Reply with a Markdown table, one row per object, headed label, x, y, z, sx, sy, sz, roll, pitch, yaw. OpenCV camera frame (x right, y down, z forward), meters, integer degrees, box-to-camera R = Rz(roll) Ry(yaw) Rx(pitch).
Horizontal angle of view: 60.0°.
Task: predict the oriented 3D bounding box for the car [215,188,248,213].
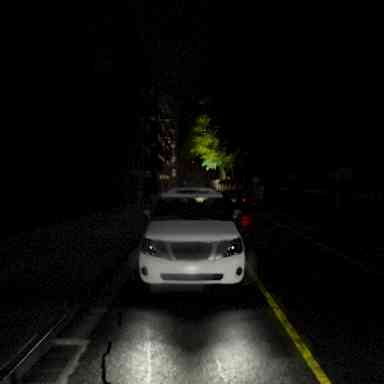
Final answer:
| label | x | y | z | sx | sy | sz | roll | pitch | yaw |
| --- | --- | --- | --- | --- | --- | --- | --- | --- | --- |
| car | 3.063 | 0.606 | 26.449 | 2.097 | 1.767 | 4.553 | 0 | 2 | 0 |

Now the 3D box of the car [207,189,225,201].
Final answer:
| label | x | y | z | sx | sy | sz | roll | pitch | yaw |
| --- | --- | --- | --- | --- | --- | --- | --- | --- | --- |
| car | 3.078 | 0.362 | 42.920 | 1.994 | 1.385 | 4.181 | 0 | 2 | 0 |

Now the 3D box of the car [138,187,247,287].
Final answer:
| label | x | y | z | sx | sy | sz | roll | pitch | yaw |
| --- | --- | --- | --- | --- | --- | --- | --- | --- | --- |
| car | -0.002 | 0.954 | 8.934 | 2.150 | 2.045 | 5.566 | 0 | 3 | 0 |
